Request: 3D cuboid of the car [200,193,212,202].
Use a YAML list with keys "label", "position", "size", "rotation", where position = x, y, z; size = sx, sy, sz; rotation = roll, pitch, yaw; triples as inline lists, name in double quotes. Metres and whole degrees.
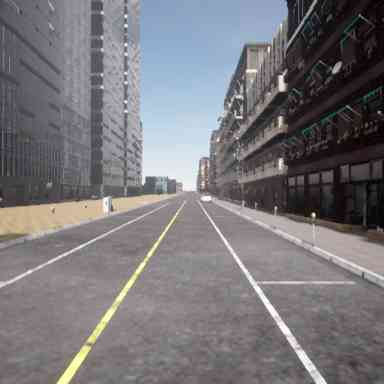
- label: "car"
  position: [2.999, 1.191, 69.913]
  size: [2.150, 2.045, 5.566]
  rotation: [0, 0, 0]
